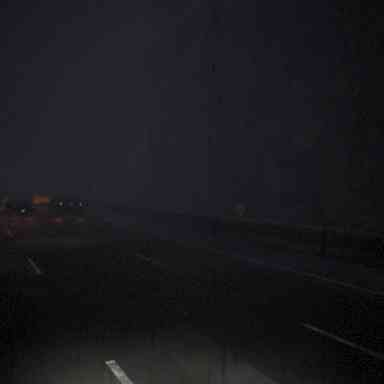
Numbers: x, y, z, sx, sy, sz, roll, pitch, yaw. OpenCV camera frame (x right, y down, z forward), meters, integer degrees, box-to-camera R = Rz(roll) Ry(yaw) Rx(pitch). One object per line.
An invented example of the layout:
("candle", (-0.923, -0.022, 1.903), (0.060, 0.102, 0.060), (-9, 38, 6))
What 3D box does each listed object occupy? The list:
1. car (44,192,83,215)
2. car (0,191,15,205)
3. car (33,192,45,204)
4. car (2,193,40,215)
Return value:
("car", (-11.067, 0.980, 29.013), (2.097, 1.767, 4.553), (3, 0, -34))
("car", (-20.364, 0.642, 36.731), (1.837, 1.490, 4.892), (3, 1, -33))
("car", (-17.779, 0.742, 39.173), (1.882, 1.535, 5.008), (3, 1, -33))
("car", (-14.029, 1.078, 27.134), (1.895, 1.301, 4.718), (3, 0, -34))
